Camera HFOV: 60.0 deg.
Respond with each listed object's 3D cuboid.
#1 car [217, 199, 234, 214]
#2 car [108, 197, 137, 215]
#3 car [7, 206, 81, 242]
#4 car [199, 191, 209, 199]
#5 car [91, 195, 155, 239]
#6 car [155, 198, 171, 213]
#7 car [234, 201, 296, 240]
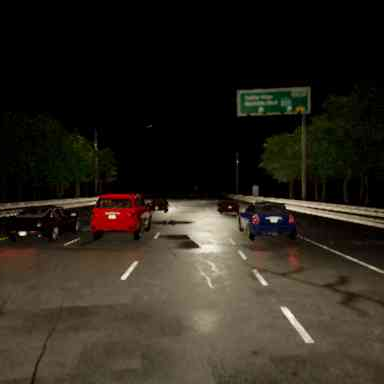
[{"bbox_3d":[3.631,1.402,33.781,1.994,1.385,4.181,0,0,0],"label":"car"},{"bbox_3d":[-6.869,1.345,33.286,1.837,1.490,4.892,0,0,0],"label":"car"},{"bbox_3d":[-6.892,1.429,15.972,1.837,1.490,4.892,0,0,0],"label":"car"},{"bbox_3d":[3.617,1.016,89.439,2.033,1.649,4.856,0,0,0],"label":"car"},{"bbox_3d":[-3.390,1.142,16.817,2.150,2.045,5.566,0,0,0],"label":"car"},{"bbox_3d":[-3.366,1.361,34.196,1.812,1.442,4.674,0,0,0],"label":"car"},{"bbox_3d":[3.609,1.274,16.731,2.097,1.767,4.553,0,0,0],"label":"car"}]
